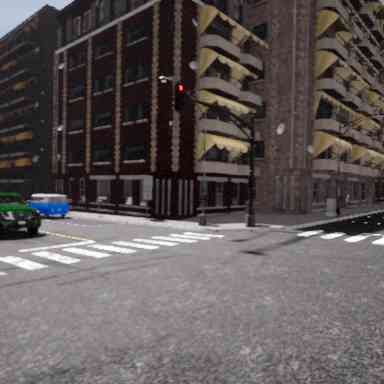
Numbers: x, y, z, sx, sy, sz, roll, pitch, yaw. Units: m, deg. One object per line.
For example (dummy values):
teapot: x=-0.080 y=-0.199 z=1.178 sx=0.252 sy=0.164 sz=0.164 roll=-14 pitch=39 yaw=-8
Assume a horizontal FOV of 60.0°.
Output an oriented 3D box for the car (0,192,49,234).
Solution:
car: x=-9.710 y=1.006 z=16.772 sx=5.566 sy=2.045 sz=2.150 roll=1 pitch=0 yaw=41

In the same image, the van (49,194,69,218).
van: x=-11.229 y=1.075 z=25.948 sx=3.998 sy=1.788 sz=1.690 roll=1 pitch=1 yaw=41
